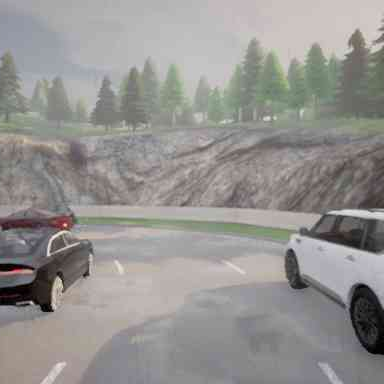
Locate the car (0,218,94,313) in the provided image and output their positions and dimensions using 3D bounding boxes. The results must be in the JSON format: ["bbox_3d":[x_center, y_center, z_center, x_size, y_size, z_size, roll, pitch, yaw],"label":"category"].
[{"bbox_3d":[-3.634,1.593,7.803,2.128,1.511,4.902,0,-1,-4],"label":"car"}]

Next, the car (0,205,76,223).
[{"bbox_3d":[-9.530,1.731,19.704,5.008,1.535,1.882,0,-2,19],"label":"car"}]

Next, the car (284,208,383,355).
[{"bbox_3d":[3.518,1.307,6.363,2.150,2.045,5.566,0,0,-1],"label":"car"}]
